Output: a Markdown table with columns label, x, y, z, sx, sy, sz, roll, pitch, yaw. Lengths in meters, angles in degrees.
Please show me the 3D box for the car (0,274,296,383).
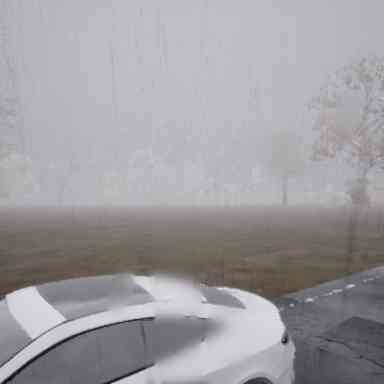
| label | x | y | z | sx | sy | sz | roll | pitch | yaw |
| --- | --- | --- | --- | --- | --- | --- | --- | --- | --- |
| car | -1.085 | 1.531 | 2.673 | 4.674 | 1.442 | 1.812 | 0 | 0 | -36 |
